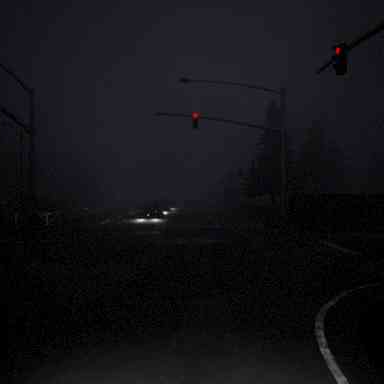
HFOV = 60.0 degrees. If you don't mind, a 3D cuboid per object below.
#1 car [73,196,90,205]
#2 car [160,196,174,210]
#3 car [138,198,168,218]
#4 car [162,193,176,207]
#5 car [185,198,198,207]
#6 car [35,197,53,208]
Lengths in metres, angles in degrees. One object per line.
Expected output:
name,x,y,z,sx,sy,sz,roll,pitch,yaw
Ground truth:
car,-17.578,1.372,52.955,1.845,1.501,3.633,0,0,0
car,-3.688,1.546,40.626,2.033,1.411,5.357,0,0,0
car,-3.671,1.546,30.521,2.033,1.411,5.357,0,0,0
car,-3.659,1.220,50.979,2.150,2.045,5.566,0,0,-2
car,-0.118,1.599,51.173,1.895,1.301,4.718,0,0,0
car,-20.614,1.383,45.557,1.970,1.475,3.806,0,0,0
